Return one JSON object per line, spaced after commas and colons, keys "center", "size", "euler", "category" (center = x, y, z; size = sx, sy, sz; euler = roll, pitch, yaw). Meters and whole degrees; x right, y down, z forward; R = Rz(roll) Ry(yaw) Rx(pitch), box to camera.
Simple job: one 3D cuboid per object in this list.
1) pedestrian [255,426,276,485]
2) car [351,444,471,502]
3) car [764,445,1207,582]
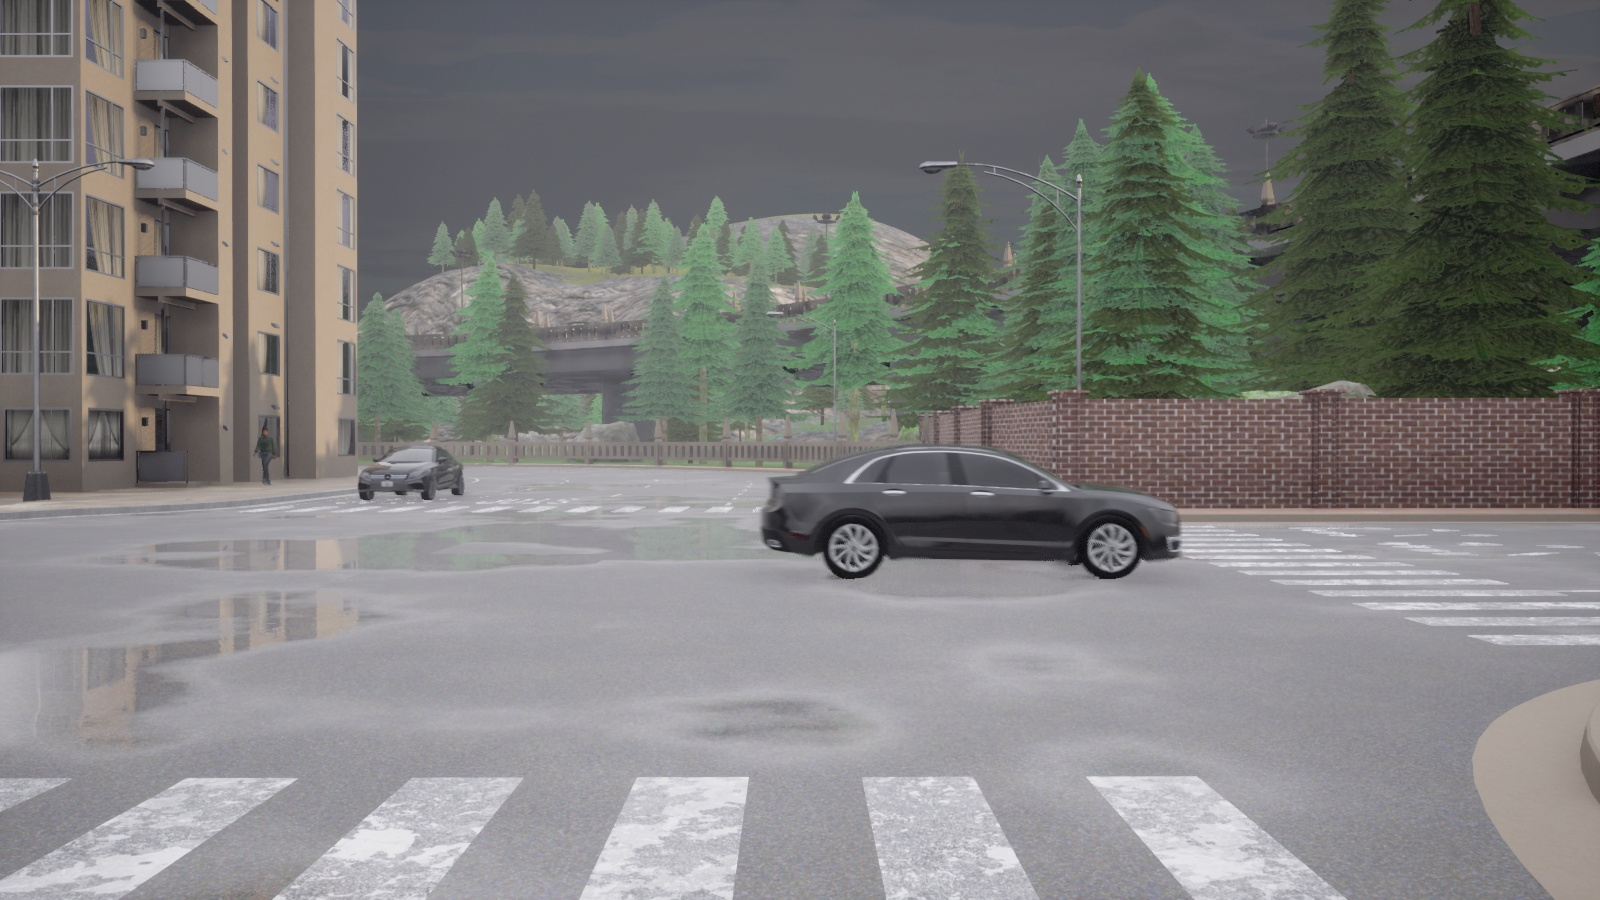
{"center": [-16.734, 0.165, 39.338], "size": [0.353, 1.847, 0.614], "euler": [0, 0, 3], "category": "pedestrian"}
{"center": [-10.496, 0.571, 34.216], "size": [1.812, 1.442, 4.674], "euler": [0, 1, 0], "category": "car"}
{"center": [2.057, 0.697, 14.813], "size": [4.892, 1.490, 1.837], "euler": [0, 0, 0], "category": "car"}
